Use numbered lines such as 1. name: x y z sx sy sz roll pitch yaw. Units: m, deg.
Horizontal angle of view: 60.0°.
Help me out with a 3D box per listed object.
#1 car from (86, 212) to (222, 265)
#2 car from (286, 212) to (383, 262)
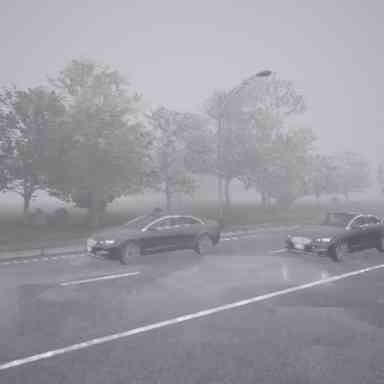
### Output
1. car: -1.183 1.491 11.728 4.902 1.511 2.128 0 0 -35
2. car: 5.471 1.490 12.142 4.902 1.511 2.128 0 0 -35
